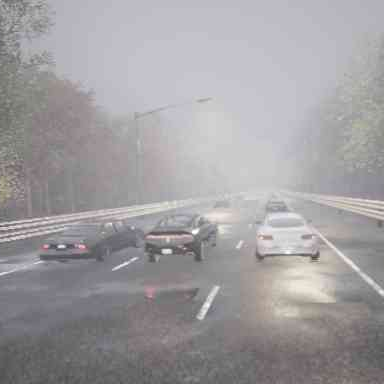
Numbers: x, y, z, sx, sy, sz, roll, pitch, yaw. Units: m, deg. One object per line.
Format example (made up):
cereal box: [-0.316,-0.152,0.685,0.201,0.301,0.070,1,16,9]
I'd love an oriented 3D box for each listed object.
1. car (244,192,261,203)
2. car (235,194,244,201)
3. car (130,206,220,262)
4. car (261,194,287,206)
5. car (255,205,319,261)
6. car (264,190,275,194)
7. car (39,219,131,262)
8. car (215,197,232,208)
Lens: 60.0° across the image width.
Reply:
car: [10.959,1.261,60.112,1.895,1.301,4.718,-3,0,13]
car: [10.744,1.236,74.570,2.128,1.511,4.902,-3,0,13]
car: [-0.207,1.553,12.358,2.128,1.511,4.902,-3,0,13]
car: [7.537,1.228,30.126,2.128,1.511,4.902,-3,0,13]
car: [3.196,1.413,11.554,1.812,1.442,4.674,-3,0,13]
car: [17.550,0.901,72.969,2.033,1.411,5.357,-3,0,13]
car: [-3.608,1.784,13.146,2.033,1.411,5.357,-3,0,13]
car: [4.370,1.480,47.294,1.812,1.442,4.674,-3,0,13]
